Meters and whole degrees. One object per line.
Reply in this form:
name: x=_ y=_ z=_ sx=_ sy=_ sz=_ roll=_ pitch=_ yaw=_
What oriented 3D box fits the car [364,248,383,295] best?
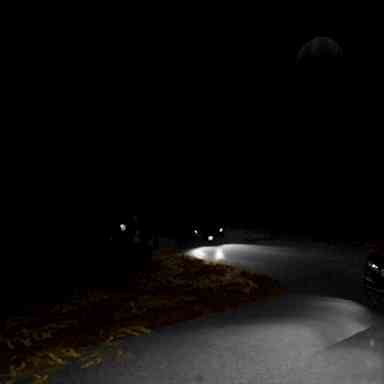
car: x=5.893 y=1.525 z=7.701 sx=4.902 sy=1.511 sz=2.128 roll=0 pitch=0 yaw=-35

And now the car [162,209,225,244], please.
car: x=-0.802 y=1.524 z=15.911 sx=2.033 sy=1.411 sz=5.357 roll=1 pitch=-1 yaw=-37
